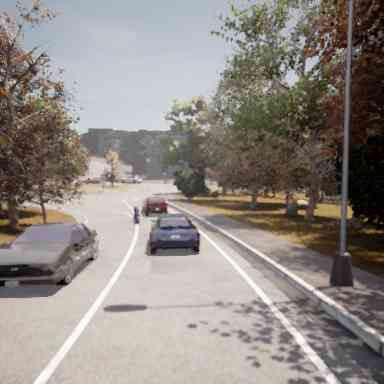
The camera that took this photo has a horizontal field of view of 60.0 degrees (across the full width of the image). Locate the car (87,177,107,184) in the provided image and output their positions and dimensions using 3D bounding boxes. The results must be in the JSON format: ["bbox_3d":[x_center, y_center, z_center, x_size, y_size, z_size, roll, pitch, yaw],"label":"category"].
[{"bbox_3d":[-23.523,-2.858,82.065,4.553,1.767,2.097,-1,4,-2],"label":"car"}]

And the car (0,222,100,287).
[{"bbox_3d":[-4.060,1.611,9.808,2.033,1.411,5.357,0,0,-4],"label":"car"}]

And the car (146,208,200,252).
[{"bbox_3d":[-0.821,1.601,14.175,1.994,1.385,4.181,0,0,-6],"label":"car"}]

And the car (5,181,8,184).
[{"bbox_3d":[-40.580,-2.149,71.765,2.097,1.767,4.553,2,4,25],"label":"car"}]

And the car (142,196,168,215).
[{"bbox_3d":[-3.367,1.121,29.467,1.882,1.535,5.008,-1,3,-13],"label":"car"}]

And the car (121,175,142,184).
[{"bbox_3d":[-15.105,-3.141,83.265,5.566,2.045,2.150,2,5,25],"label":"car"}]
